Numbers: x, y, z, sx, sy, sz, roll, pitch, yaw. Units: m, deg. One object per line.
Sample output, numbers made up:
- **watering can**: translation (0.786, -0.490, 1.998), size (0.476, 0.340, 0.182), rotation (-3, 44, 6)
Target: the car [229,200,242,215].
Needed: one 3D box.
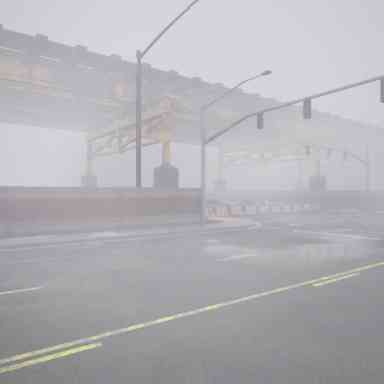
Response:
- **car**: translation (2.339, 1.453, 33.708), size (4.974, 1.542, 2.038), rotation (0, 0, 8)

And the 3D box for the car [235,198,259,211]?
- **car**: translation (6.100, 1.295, 36.442), size (1.853, 1.218, 4.536), rotation (0, 0, 18)

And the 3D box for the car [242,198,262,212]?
- **car**: translation (6.084, 1.453, 36.393), size (2.038, 1.542, 4.974), rotation (0, 0, 18)

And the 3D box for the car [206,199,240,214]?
- **car**: translation (2.288, 1.295, 33.715), size (4.536, 1.218, 1.853), rotation (0, 0, 8)

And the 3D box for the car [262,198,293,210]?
- **car**: translation (9.944, 1.295, 40.145), size (4.536, 1.218, 1.853), rotation (0, 0, -7)

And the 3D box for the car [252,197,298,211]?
- **car**: translation (9.995, 1.453, 40.152), size (4.974, 1.542, 2.038), rotation (0, 0, -7)
